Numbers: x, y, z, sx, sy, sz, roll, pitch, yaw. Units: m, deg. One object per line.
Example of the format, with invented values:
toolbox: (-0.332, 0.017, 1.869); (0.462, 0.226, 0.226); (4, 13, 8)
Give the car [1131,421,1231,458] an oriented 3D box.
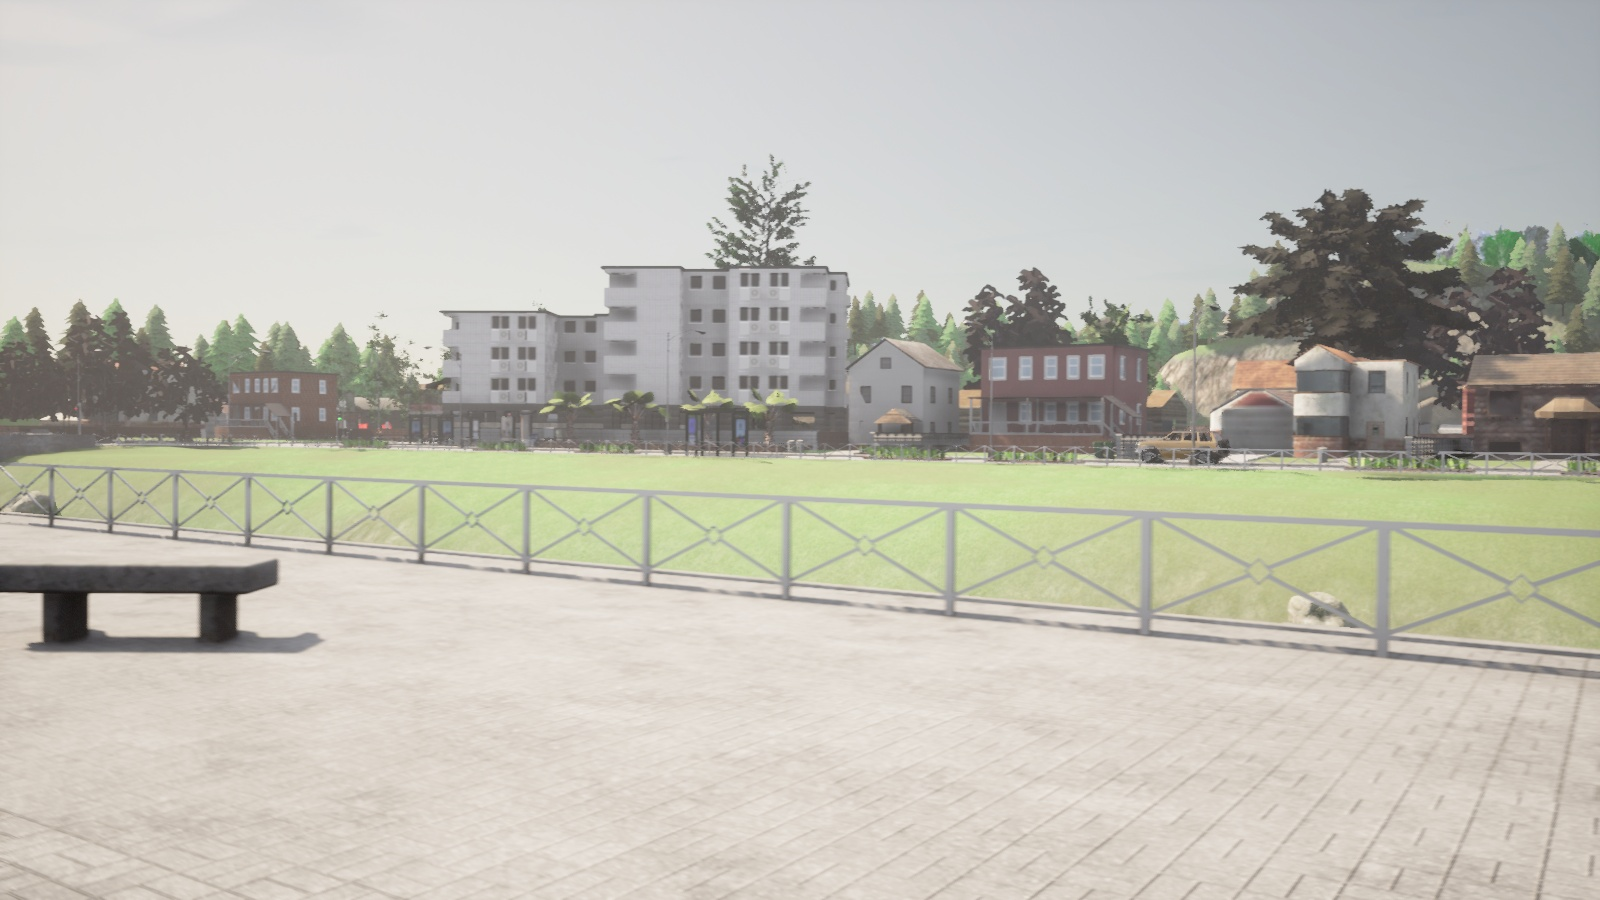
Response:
car: (19.739, -0.520, 65.168); (4.605, 1.855, 1.932); (0, 1, 34)
